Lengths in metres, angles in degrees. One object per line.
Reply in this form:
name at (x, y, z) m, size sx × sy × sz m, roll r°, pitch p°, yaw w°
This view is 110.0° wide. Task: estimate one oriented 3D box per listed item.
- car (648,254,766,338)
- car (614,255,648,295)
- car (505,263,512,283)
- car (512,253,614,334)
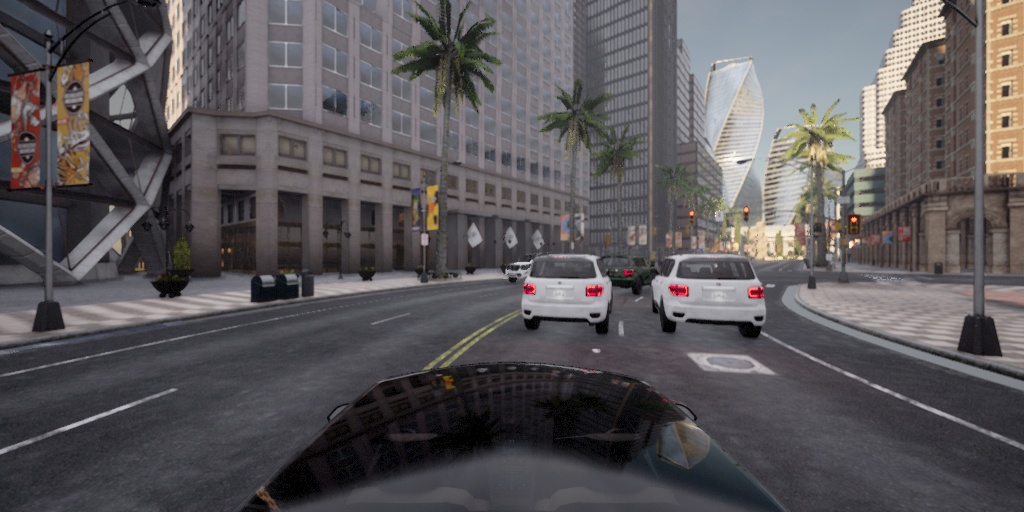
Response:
car at (5.404, 0.966, 10.542) m, size 2.150 × 2.045 × 5.566 m, roll 0°, pitch 0°, yaw 17°
car at (6.583, 0.960, 20.180) m, size 2.150 × 2.045 × 5.566 m, roll 0°, pitch 0°, yaw 36°
car at (1.875, 0.766, 26.160) m, size 2.150 × 2.045 × 5.566 m, roll 0°, pitch 0°, yaw 39°
car at (1.881, 0.966, 10.952) m, size 2.150 × 2.045 × 5.566 m, roll 0°, pitch 0°, yaw 17°
